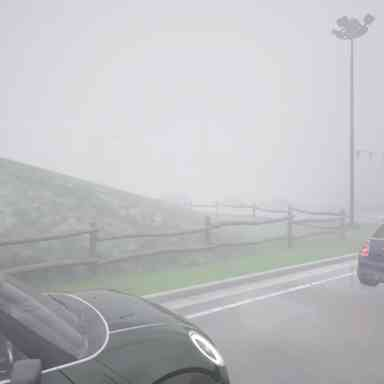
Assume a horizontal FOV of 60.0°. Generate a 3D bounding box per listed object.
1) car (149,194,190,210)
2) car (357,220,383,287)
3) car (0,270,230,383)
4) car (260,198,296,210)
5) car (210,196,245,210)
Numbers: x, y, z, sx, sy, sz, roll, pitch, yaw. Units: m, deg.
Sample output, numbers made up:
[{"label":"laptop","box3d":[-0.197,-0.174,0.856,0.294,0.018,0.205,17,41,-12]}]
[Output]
[{"label":"car","box3d":[-2.910,1.221,43.715,5.566,2.045,2.150,0,0,22]},{"label":"car","box3d":[6.097,1.352,8.144,4.553,1.767,2.097,0,0,-35]},{"label":"car","box3d":[-1.857,1.352,2.423,4.553,1.767,2.097,0,0,-35]},{"label":"car","box3d":[11.310,1.526,44.029,4.674,1.442,1.812,0,0,34]},{"label":"car","box3d":[4.692,1.352,44.098,4.553,1.767,2.097,0,0,31]}]
